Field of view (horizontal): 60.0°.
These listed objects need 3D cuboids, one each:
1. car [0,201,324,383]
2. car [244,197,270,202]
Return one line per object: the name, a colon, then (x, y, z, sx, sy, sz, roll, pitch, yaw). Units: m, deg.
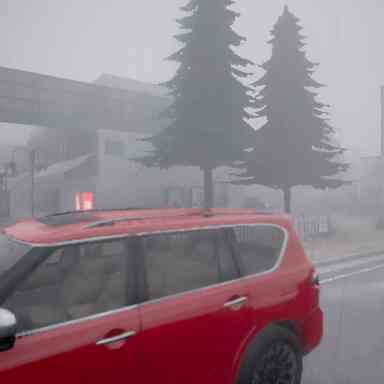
car: (-1.040, 1.221, 3.228, 5.566, 2.045, 2.150, 0, 0, -35)
car: (7.000, 1.344, 34.335, 2.097, 1.767, 4.553, 0, 0, -34)
